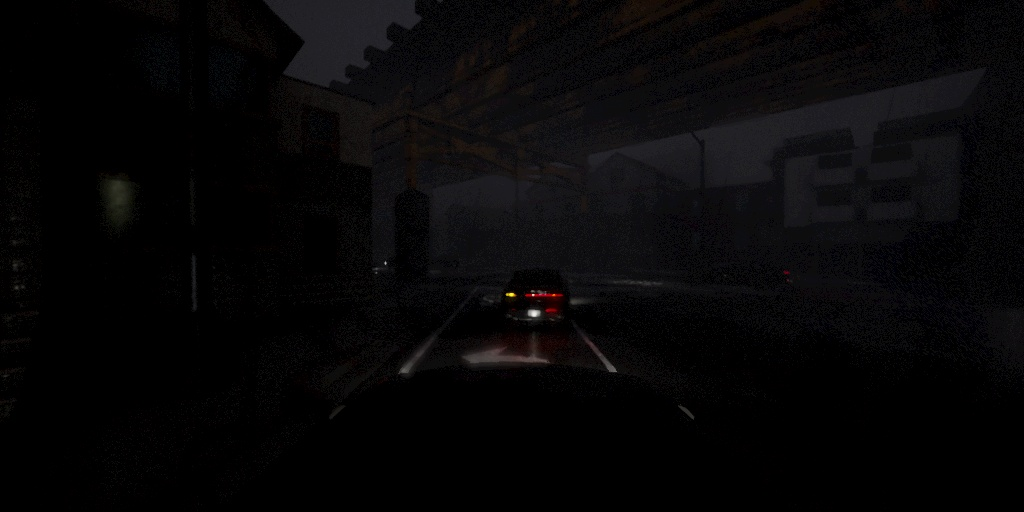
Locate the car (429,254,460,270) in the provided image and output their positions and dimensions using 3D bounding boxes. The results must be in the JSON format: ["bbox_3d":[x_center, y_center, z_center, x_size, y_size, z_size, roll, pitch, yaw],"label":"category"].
[{"bbox_3d":[-7.538,0.697,38.260,2.128,1.511,4.902,-1,1,-45],"label":"car"}]

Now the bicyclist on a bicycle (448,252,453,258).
[{"bbox_3d":[-8.700,0.337,49.756,1.656,1.620,0.582,-1,1,-45],"label":"bicyclist on a bicycle"}]

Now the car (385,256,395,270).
[{"bbox_3d":[-11.313,0.732,36.825,1.837,1.490,4.892,-1,1,-45],"label":"car"}]

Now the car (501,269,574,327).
[{"bbox_3d":[0.804,1.114,10.973,1.837,1.490,4.892,0,0,6],"label":"car"}]

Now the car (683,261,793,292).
[{"bbox_3d":[11.697,0.984,18.920,2.128,1.511,4.902,-1,1,-45],"label":"car"}]

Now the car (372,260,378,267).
[{"bbox_3d":[-18.155,0.726,43.717,1.895,1.301,4.718,-1,1,-44],"label":"car"}]
